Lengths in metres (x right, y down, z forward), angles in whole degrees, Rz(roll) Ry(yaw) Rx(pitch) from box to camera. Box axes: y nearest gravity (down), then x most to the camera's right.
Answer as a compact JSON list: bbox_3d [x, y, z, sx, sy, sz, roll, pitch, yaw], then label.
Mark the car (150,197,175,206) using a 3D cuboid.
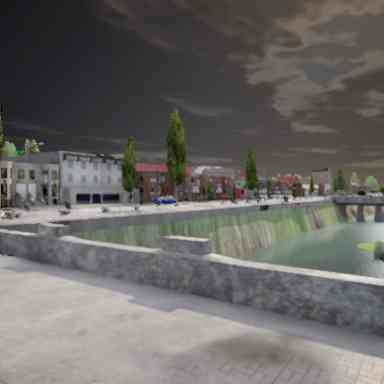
[{"bbox_3d":[-4.958,1.522,56.581,1.882,1.535,5.008,0,0,36],"label":"car"}]
